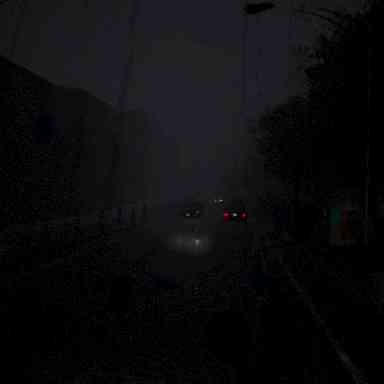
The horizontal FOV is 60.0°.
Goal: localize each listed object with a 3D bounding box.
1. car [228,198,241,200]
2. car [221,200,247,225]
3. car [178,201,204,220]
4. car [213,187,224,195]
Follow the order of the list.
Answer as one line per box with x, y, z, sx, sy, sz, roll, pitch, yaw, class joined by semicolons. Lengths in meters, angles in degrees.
5.414;1.413;41.690;1.994;1.385;4.181;1;2;8;car
3.239;1.641;25.421;2.033;1.411;5.357;1;0;7;car
-0.028;1.541;28.940;1.837;1.490;4.892;1;1;8;car
5.651;-0.268;70.368;2.128;1.511;4.902;1;4;8;car
